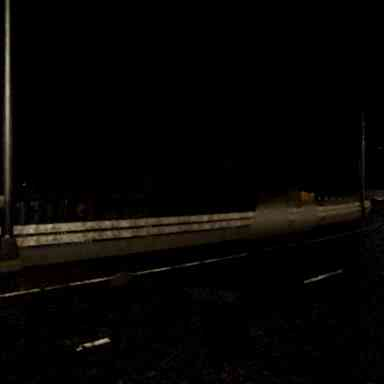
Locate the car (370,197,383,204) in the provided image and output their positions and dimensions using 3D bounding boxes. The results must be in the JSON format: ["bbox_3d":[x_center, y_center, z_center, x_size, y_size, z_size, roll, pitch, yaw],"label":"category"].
[{"bbox_3d":[37.348,1.694,66.993,2.128,1.511,4.902,0,0,12],"label":"car"}]
